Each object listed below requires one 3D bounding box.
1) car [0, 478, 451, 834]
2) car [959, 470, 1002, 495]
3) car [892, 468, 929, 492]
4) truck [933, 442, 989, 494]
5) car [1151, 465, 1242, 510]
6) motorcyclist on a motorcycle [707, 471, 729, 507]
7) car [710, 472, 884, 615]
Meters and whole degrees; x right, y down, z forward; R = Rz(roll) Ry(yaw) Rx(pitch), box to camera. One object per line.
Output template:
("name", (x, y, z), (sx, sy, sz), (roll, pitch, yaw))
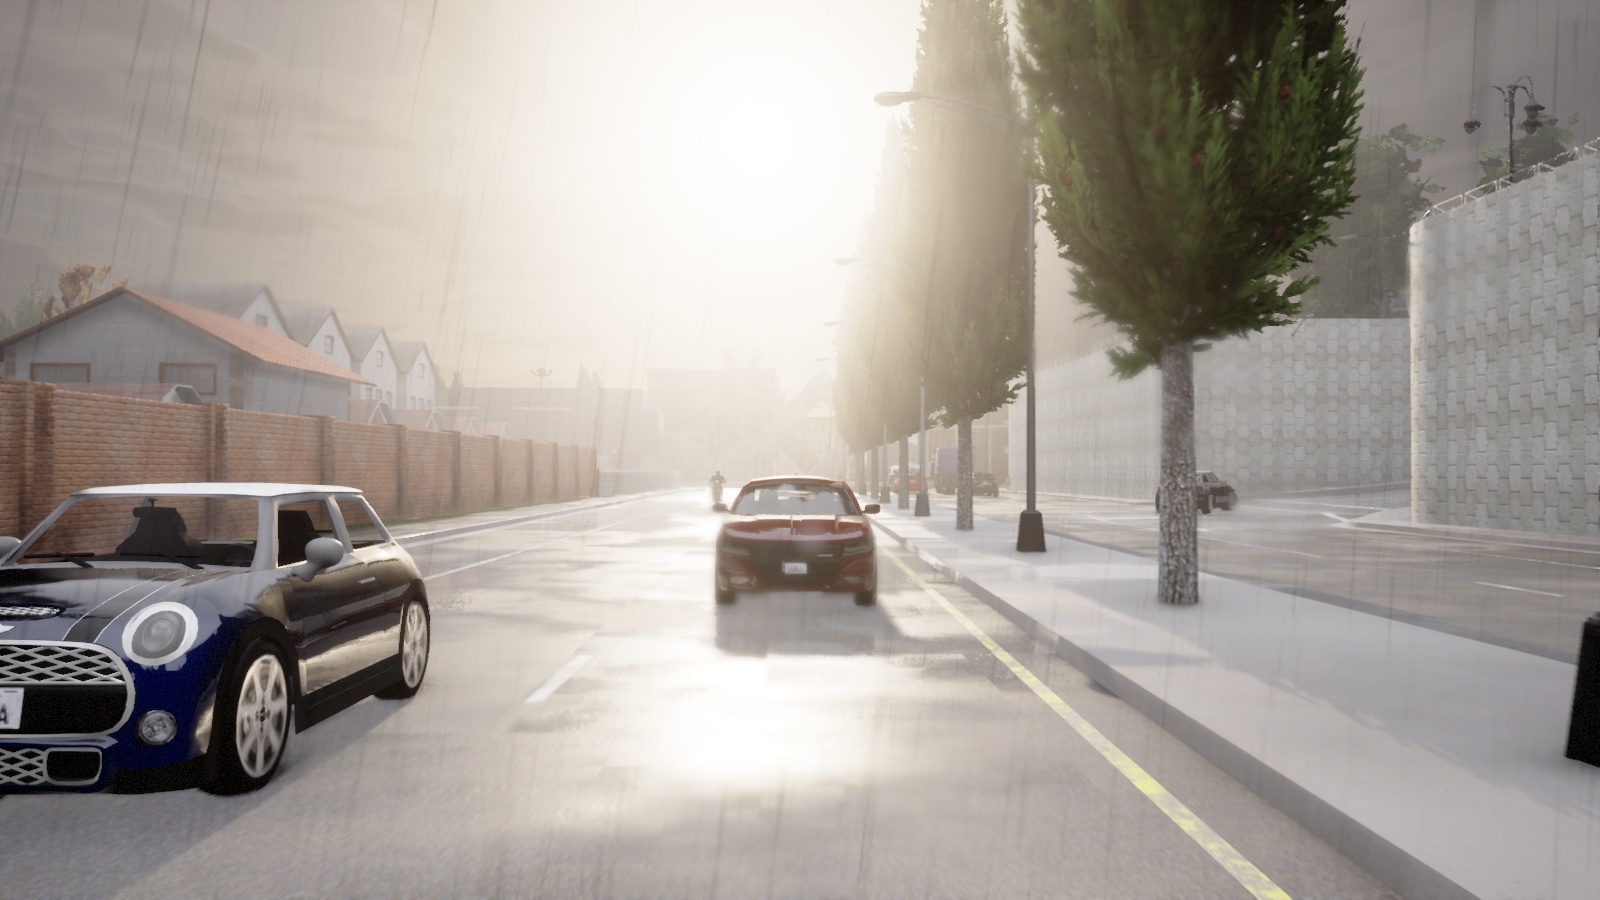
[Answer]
("car", (-3.518, 0.915, 7.216), (1.970, 1.475, 3.806), (0, -1, 0))
("car", (11.309, 2.037, 78.872), (2.007, 1.525, 4.514), (0, -1, 0))
("car", (7.786, 2.115, 88.842), (2.242, 1.667, 4.611), (0, -1, 0))
("truck", (11.282, 1.276, 88.887), (2.891, 3.462, 7.936), (0, -1, 0))
("car", (14.104, 1.315, 44.547), (1.970, 1.475, 3.806), (-2, -1, 35))
("motorcyclist on a motorcycle", (-3.635, 1.717, 55.831), (0.866, 1.590, 1.817), (0, -1, 0))
("car", (-0.039, 1.063, 16.174), (1.882, 1.535, 5.008), (0, -1, 0))
